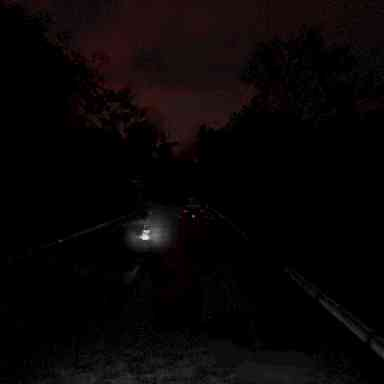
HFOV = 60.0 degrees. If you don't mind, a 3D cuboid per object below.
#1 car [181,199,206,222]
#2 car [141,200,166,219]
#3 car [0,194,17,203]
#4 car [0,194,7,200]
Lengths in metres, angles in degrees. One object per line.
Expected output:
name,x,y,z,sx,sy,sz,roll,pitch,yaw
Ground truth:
car,0.107,1.527,26.066,1.812,1.442,4.674,0,0,0
car,-3.348,1.489,29.504,2.128,1.511,4.902,0,0,0
car,-45.081,1.618,79.308,5.566,2.045,2.435,0,0,0
car,-45.056,1.884,76.523,5.008,1.535,2.097,0,0,0
